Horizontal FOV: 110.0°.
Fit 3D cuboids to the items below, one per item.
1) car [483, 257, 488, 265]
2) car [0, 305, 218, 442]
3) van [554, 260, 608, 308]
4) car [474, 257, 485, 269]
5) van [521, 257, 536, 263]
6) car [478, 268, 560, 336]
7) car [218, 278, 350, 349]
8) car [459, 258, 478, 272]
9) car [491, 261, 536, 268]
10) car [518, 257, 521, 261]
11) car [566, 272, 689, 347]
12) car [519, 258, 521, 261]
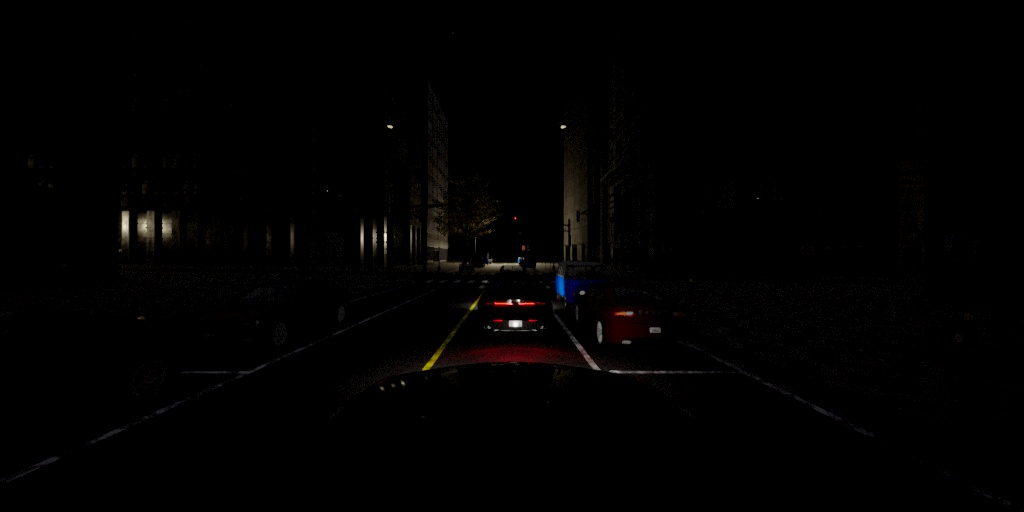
[{"bbox_3d":[-5.965,1.086,63.089,2.192,1.841,5.009,0,0,0],"label":"car"},{"bbox_3d":[-5.782,1.295,3.603,1.888,1.381,4.507,0,0,0],"label":"car"},{"bbox_3d":[2.736,1.090,14.663,1.690,1.789,3.998,0,0,0],"label":"van"},{"bbox_3d":[-5.947,1.312,57.800,1.888,1.381,4.507,0,0,0],"label":"car"},{"bbox_3d":[2.595,1.104,52.647,1.690,1.789,3.998,0,0,0],"label":"van"},{"bbox_3d":[0.074,1.254,10.372,1.837,1.490,4.892,0,0,0],"label":"car"},{"bbox_3d":[-5.802,1.294,9.128,1.888,1.381,4.507,0,0,0],"label":"car"},{"bbox_3d":[-5.917,1.285,47.050,1.751,1.417,4.829,0,0,0],"label":"car"},{"bbox_3d":[0.047,1.241,19.791,2.128,1.511,4.902,0,0,-1],"label":"car"},{"bbox_3d":[2.559,1.317,63.473,1.888,1.381,4.507,0,0,0],"label":"car"},{"bbox_3d":[2.753,1.294,9.138,1.888,1.381,4.507,0,0,0],"label":"car"},{"bbox_3d":[2.577,1.333,58.059,1.948,1.339,4.313,0,0,0],"label":"car"}]
